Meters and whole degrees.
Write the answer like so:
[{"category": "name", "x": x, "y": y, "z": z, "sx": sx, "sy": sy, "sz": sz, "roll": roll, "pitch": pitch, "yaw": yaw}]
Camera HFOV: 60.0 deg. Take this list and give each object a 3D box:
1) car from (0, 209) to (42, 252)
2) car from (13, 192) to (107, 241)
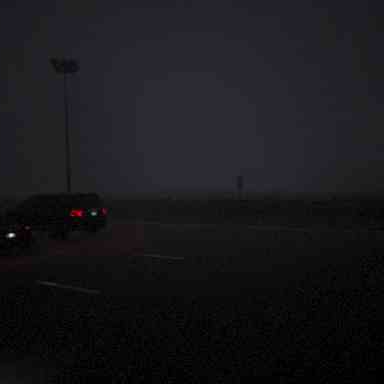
[{"category": "car", "x": -8.021, "y": 1.509, "z": 12.575, "sx": 4.181, "sy": 1.385, "sz": 1.994, "roll": -1, "pitch": 1, "yaw": 30}, {"category": "car", "x": -6.586, "y": 1.059, "z": 15.771, "sx": 5.566, "sy": 2.045, "sz": 2.150, "roll": -1, "pitch": 2, "yaw": 30}]
